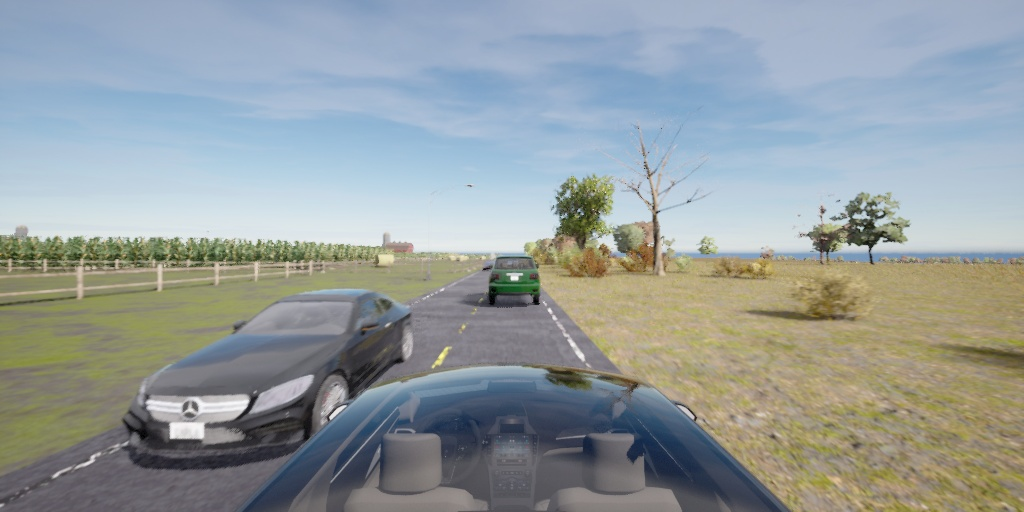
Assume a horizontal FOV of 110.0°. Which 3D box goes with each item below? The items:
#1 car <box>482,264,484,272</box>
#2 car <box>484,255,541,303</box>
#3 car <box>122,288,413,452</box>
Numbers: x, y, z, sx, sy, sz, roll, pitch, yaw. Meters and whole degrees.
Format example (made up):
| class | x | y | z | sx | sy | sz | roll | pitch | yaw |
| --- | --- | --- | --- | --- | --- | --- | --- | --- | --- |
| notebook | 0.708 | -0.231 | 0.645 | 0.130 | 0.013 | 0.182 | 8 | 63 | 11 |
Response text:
| class | x | y | z | sx | sy | sz | roll | pitch | yaw |
| --- | --- | --- | --- | --- | --- | --- | --- | --- | --- |
| car | -2.840 | 1.297 | 47.438 | 2.033 | 1.411 | 5.357 | 0 | 0 | 0 |
| car | 0.099 | 0.966 | 16.632 | 2.150 | 2.045 | 5.566 | 0 | 0 | 0 |
| car | -2.851 | 1.274 | 5.473 | 1.812 | 1.442 | 4.674 | 0 | 0 | 0 |
